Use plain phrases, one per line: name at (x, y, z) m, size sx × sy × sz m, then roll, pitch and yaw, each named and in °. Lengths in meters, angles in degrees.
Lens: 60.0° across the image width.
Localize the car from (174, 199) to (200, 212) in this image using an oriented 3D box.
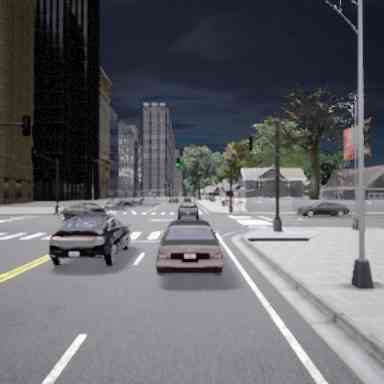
car at (-0.336, 1.660, 30.991) m, size 2.128 × 1.511 × 4.902 m, roll 0°, pitch -1°, yaw -1°

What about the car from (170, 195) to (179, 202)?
car at (-4.401, 1.733, 85.709) m, size 2.097 × 1.767 × 4.553 m, roll 0°, pitch 0°, yaw -1°

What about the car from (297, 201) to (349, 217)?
car at (12.825, 1.706, 32.753) m, size 4.892 × 1.490 × 1.837 m, roll 0°, pitch -1°, yaw -1°

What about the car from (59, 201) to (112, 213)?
car at (-8.671, 1.613, 26.122) m, size 4.892 × 1.490 × 1.837 m, roll 0°, pitch -1°, yaw 42°

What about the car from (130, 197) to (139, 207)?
car at (-10.541, 1.832, 54.821) m, size 1.895 × 1.301 × 4.718 m, roll 0°, pitch 0°, yaw 0°

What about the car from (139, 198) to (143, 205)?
car at (-10.630, 1.800, 64.933) m, size 1.812 × 1.442 × 4.674 m, roll 0°, pitch 0°, yaw -1°

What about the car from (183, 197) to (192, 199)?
car at (-1.023, 1.830, 75.963) m, size 1.837 × 1.490 × 4.892 m, roll 0°, pitch 0°, yaw -1°

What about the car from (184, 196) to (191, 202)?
car at (-1.157, 1.906, 86.197) m, size 1.812 × 1.442 × 4.674 m, roll 0°, pitch 0°, yaw -1°

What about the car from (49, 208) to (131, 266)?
car at (-3.363, 1.540, 11.729) m, size 2.128 × 1.511 × 4.902 m, roll 0°, pitch 0°, yaw -2°

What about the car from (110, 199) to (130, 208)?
car at (-10.453, 1.682, 45.502) m, size 2.128 × 1.511 × 4.902 m, roll 0°, pitch 0°, yaw 1°

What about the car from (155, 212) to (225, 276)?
car at (-0.076, 1.593, 10.467) m, size 2.033 × 1.411 × 5.357 m, roll 0°, pitch 0°, yaw -1°

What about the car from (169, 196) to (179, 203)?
car at (-4.268, 1.850, 75.565) m, size 1.812 × 1.442 × 4.674 m, roll 0°, pitch 0°, yaw -1°
